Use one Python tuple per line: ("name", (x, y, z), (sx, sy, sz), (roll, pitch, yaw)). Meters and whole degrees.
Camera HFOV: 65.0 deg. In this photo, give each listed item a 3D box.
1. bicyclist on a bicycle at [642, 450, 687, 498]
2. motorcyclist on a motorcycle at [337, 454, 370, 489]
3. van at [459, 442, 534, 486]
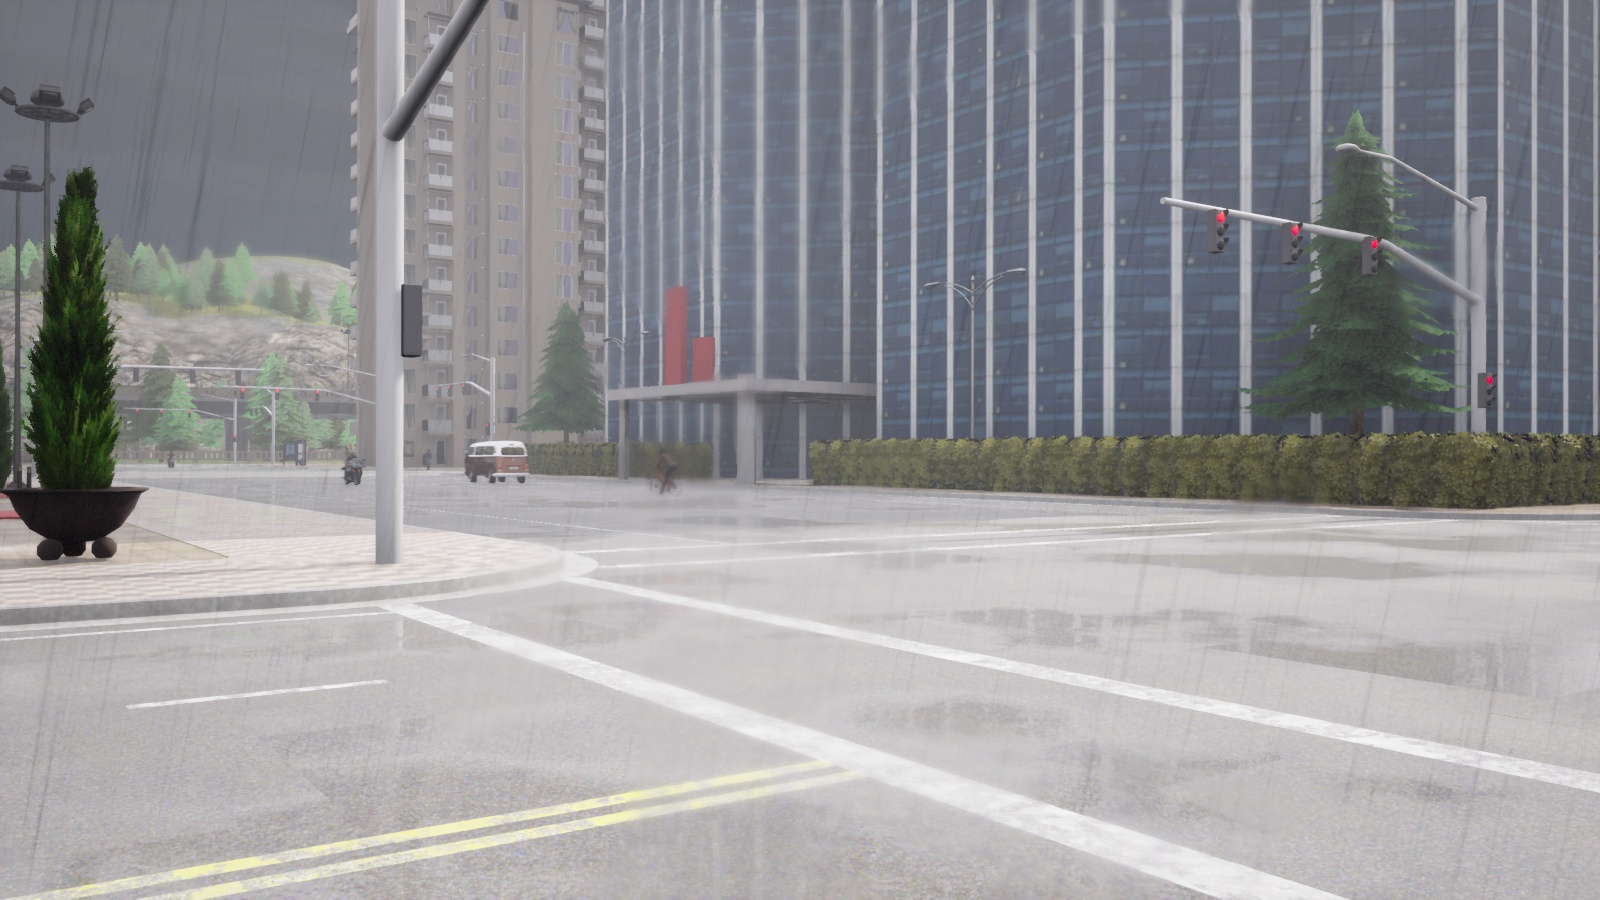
("bicyclist on a bicycle", (-4.656, 0.813, 43.081), (1.656, 1.620, 0.582), (-1, 0, 43))
("motorcyclist on a motorcycle", (-20.108, 0.961, 56.512), (0.866, 1.530, 2.191), (0, 0, -35))
("van", (-14.816, 0.649, 61.152), (2.069, 2.038, 4.480), (0, 0, -35))
